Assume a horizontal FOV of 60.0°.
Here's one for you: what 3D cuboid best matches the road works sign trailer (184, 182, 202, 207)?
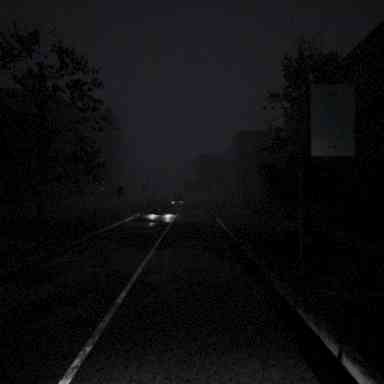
[{"bbox_3d":[0.000,0.394,48.915,2.380,3.560,2.880,0,0,0],"label":"road works sign trailer"}]

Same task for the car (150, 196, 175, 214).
[{"bbox_3d":[-3.102,1.455,34.234,1.837,1.490,4.892,0,0,0],"label":"car"}]

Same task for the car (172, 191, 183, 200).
[{"bbox_3d":[-3.169,0.779,75.212,2.150,2.045,5.566,0,1,0],"label":"car"}]
